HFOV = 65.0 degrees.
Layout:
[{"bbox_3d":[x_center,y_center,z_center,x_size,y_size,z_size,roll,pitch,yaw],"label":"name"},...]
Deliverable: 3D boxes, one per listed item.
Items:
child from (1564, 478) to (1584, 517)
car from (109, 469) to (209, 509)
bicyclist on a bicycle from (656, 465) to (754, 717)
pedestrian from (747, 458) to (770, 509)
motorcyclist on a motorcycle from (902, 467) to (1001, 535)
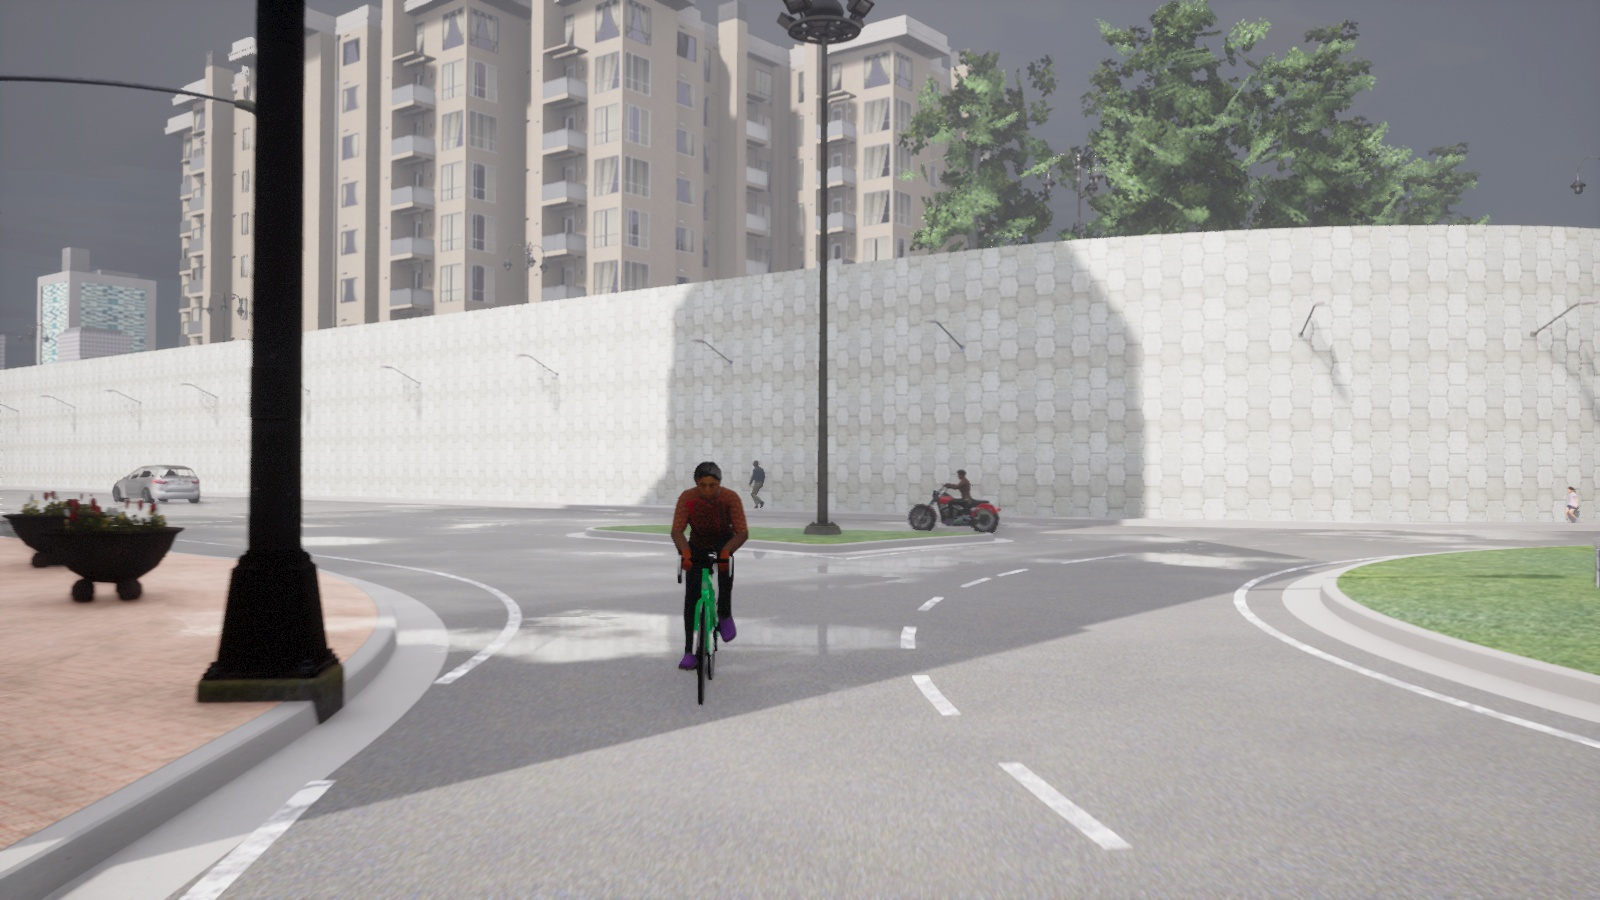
[{"bbox_3d":[21.955,1.348,35.617,0.394,1.110,0.255,0,-1,-2],"label":"child"},{"bbox_3d":[-28.196,1.670,55.165,4.611,1.667,2.242,-1,-1,39],"label":"car"},{"bbox_3d":[-0.641,0.915,8.910,0.582,1.620,1.656,0,-1,-1],"label":"bicyclist on a bicycle"},{"bbox_3d":[-1.497,1.217,45.303,0.726,1.835,0.370,-1,-1,38],"label":"pedestrian"},{"bbox_3d":[3.805,1.266,31.542,2.350,1.649,0.766,-1,-1,23],"label":"motorcyclist on a motorcycle"}]
